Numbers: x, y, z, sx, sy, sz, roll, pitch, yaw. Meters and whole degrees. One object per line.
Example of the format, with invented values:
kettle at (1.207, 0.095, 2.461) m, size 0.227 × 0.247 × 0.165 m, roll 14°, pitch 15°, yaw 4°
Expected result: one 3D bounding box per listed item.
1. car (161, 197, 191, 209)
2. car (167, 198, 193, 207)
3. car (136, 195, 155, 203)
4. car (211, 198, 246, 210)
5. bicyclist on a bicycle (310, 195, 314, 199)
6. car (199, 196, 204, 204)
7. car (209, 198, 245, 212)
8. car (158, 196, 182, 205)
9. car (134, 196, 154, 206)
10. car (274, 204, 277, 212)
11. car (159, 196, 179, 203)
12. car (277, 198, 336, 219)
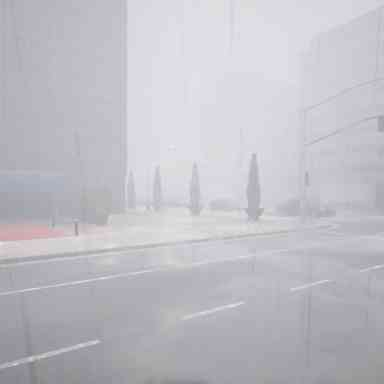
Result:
car at (-2.289, 1.548, 47.107) m, size 2.033 × 1.411 × 5.357 m, roll 0°, pitch 0°, yaw -35°
car at (-1.913, 1.601, 52.701) m, size 1.895 × 1.301 × 4.718 m, roll 0°, pitch 0°, yaw -35°
car at (-9.891, 1.520, 70.420) m, size 2.128 × 1.511 × 4.902 m, roll 0°, pitch 0°, yaw -35°
car at (4.677, 1.526, 43.227) m, size 1.812 × 1.442 × 4.674 m, roll 0°, pitch 0°, yaw -35°
bicyclist on a bicycle at (16.852, 1.301, 46.709) m, size 1.656 × 1.620 × 0.582 m, roll 0°, pitch 0°, yaw -35°
car at (0.256, 1.352, 62.167) m, size 2.097 × 1.767 × 4.553 m, roll 0°, pitch 0°, yaw -35°
car at (3.943, 1.493, 38.154) m, size 2.128 × 1.511 × 4.902 m, roll 0°, pitch 0°, yaw -35°
car at (-4.170, 1.547, 62.396) m, size 2.033 × 1.411 × 5.357 m, roll 0°, pitch 0°, yaw -35°
car at (-8.199, 1.526, 55.646) m, size 1.812 × 1.442 × 4.674 m, roll 0°, pitch 0°, yaw -34°
car at (10.658, 1.564, 34.638) m, size 1.994 × 1.385 × 4.181 m, roll 0°, pitch 0°, yaw -35°
car at (-4.875, 1.601, 69.501) m, size 1.895 × 1.301 × 4.718 m, roll 0°, pitch 0°, yaw -35°
car at (10.202, 1.352, 29.170) m, size 2.097 × 1.767 × 4.553 m, roll 0°, pitch 0°, yaw -35°
